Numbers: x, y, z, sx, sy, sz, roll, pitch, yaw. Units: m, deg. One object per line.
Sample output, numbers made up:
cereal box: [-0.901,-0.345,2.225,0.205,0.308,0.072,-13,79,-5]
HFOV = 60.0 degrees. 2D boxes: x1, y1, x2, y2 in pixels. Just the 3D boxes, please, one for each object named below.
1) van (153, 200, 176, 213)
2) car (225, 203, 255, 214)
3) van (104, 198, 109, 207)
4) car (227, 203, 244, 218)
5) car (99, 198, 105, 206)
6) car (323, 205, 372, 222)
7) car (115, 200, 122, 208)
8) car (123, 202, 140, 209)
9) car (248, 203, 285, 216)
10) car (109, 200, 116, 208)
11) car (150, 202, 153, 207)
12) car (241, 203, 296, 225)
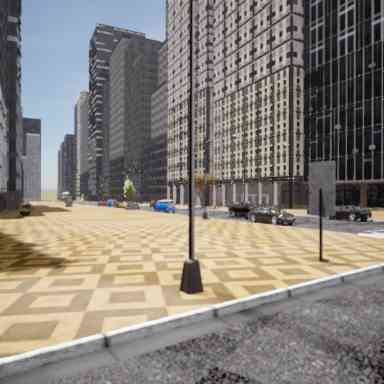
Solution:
van: [-3.629,1.996,46.259,1.690,1.788,3.998,-1,-1,-26]
car: [6.369,2.156,44.845,1.947,1.339,4.313,-1,-1,-26]
van: [-18.331,2.623,76.632,1.690,1.788,3.998,-1,-1,-26]
car: [5.605,1.861,33.163,1.882,1.535,5.008,0,-1,-26]
car: [-23.228,3.040,86.754,1.887,1.381,4.507,-1,-1,-26]
car: [13.720,1.842,29.658,2.008,1.369,4.403,-1,-1,-26]
car: [-13.354,2.591,66.353,1.752,1.417,4.829,-1,-1,-26]
car: [-10.976,2.515,61.443,2.008,1.369,4.403,-1,-1,-26]
car: [8.819,2.055,39.783,1.947,1.339,4.313,-1,-1,-26]
car: [-15.878,2.720,71.568,1.887,1.381,4.507,-1,-1,-26]
car: [-4.796,2.417,54.829,1.895,1.301,4.718,0,-1,-25]
car: [6.178,1.805,26.006,2.008,1.369,4.403,-1,-1,-26]
